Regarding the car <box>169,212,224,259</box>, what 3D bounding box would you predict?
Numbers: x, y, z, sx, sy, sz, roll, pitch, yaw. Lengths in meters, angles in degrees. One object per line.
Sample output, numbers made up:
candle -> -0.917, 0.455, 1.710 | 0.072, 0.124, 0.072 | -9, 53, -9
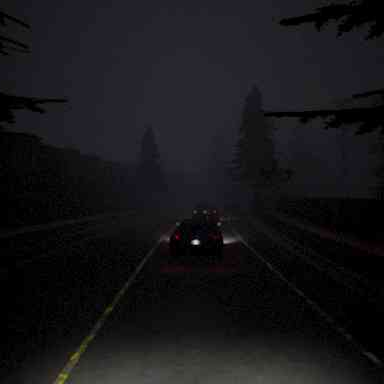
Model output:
car -> 0.240, 1.707, 13.347 | 1.994, 1.385, 4.181 | 0, -1, 3

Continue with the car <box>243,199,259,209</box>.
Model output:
car -> 9.853, 2.097, 58.650 | 1.882, 1.535, 5.008 | 0, -1, 31

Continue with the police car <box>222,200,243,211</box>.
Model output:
police car -> 5.954, 1.956, 50.204 | 1.930, 1.638, 5.238 | 0, -1, 19

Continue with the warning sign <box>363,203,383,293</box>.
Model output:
warning sign -> 4.678, 1.194, 7.283 | 1.300, 1.860, 1.060 | 0, -1, 1

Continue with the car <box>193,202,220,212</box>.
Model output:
car -> 1.258, 1.649, 28.154 | 2.097, 1.767, 4.553 | 0, -1, 6

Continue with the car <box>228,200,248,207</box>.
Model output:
car -> 9.099, 2.293, 65.650 | 1.895, 1.301, 4.718 | 0, -1, 37

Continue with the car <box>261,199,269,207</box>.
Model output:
car -> 13.019, 2.174, 63.333 | 1.837, 1.490, 4.892 | 0, -1, 38
